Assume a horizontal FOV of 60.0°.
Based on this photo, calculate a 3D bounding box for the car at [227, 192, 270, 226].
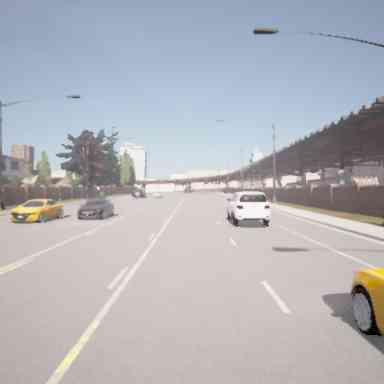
[{"bbox_3d":[3.578,0.995,21.783,2.150,2.045,5.566,0,1,0],"label":"car"}]

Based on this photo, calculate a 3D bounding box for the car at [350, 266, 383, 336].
[{"bbox_3d":[3.569,1.462,3.593,1.882,1.535,5.008,0,0,0],"label":"car"}]

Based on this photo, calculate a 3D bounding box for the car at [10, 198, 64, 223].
[{"bbox_3d":[-10.606,1.229,23.052,1.882,1.535,5.008,0,1,0],"label":"car"}]

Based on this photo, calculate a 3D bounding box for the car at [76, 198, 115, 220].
[{"bbox_3d":[-7.104,1.223,24.976,1.837,1.490,4.892,0,1,0],"label":"car"}]

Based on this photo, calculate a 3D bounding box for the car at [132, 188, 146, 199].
[{"bbox_3d":[-10.520,0.227,66.352,2.150,2.045,5.566,0,1,0],"label":"car"}]

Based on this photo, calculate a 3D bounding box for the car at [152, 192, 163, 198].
[{"bbox_3d":[-7.018,0.554,67.527,1.895,1.301,4.718,0,1,0],"label":"car"}]
